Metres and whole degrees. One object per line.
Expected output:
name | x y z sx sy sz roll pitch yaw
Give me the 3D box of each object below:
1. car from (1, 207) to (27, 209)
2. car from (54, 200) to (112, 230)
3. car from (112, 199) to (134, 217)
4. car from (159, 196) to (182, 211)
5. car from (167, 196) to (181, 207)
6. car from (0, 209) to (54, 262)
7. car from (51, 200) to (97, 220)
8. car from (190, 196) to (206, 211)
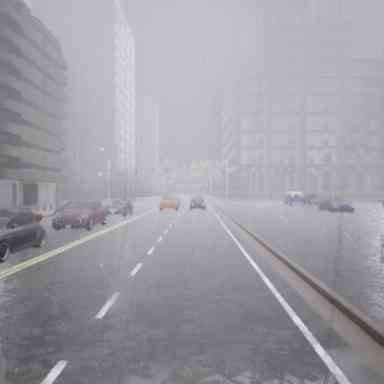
car | -10.296 1.554 18.562 1.895 1.301 4.718 0 0 1
car | -6.760 1.308 20.508 2.097 1.767 4.553 0 0 1
car | -6.576 1.432 30.391 2.128 1.511 4.902 0 0 1
car | -2.714 1.284 40.355 2.097 1.767 4.553 0 0 1
car | -2.642 1.423 49.775 1.837 1.490 4.892 0 0 1
car | -6.913 1.534 11.807 1.994 1.385 4.181 0 0 1
car | -10.104 1.484 29.100 2.033 1.411 5.357 0 0 1
car | 0.690 1.538 40.572 1.895 1.301 4.718 0 0 1
